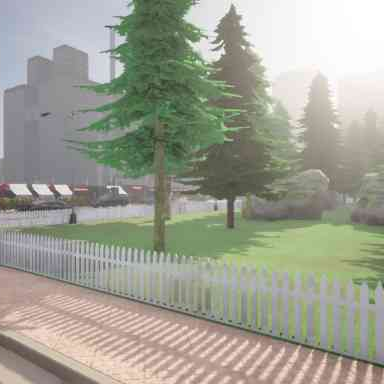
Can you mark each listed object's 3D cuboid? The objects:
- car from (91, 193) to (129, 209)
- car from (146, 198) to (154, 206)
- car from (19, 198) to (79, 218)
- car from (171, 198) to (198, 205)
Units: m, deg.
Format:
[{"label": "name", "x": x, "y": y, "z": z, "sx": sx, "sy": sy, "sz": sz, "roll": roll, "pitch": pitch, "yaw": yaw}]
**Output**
[{"label": "car", "x": -11.122, "y": 1.221, "z": 45.561, "sx": 2.150, "sy": 2.045, "sz": 5.566, "roll": 0, "pitch": 0, "yaw": 34}, {"label": "car", "x": -5.334, "y": 1.352, "z": 54.065, "sx": 2.097, "sy": 1.767, "sz": 4.553, "roll": 0, "pitch": 0, "yaw": 34}, {"label": "car", "x": -12.661, "y": 1.505, "z": 30.416, "sx": 1.837, "sy": 1.490, "sz": 4.892, "roll": 0, "pitch": 0, "yaw": 34}, {"label": "car", "x": -0.789, "y": 1.526, "z": 48.008, "sx": 1.812, "sy": 1.442, "sz": 4.674, "roll": 0, "pitch": 0, "yaw": 34}]
